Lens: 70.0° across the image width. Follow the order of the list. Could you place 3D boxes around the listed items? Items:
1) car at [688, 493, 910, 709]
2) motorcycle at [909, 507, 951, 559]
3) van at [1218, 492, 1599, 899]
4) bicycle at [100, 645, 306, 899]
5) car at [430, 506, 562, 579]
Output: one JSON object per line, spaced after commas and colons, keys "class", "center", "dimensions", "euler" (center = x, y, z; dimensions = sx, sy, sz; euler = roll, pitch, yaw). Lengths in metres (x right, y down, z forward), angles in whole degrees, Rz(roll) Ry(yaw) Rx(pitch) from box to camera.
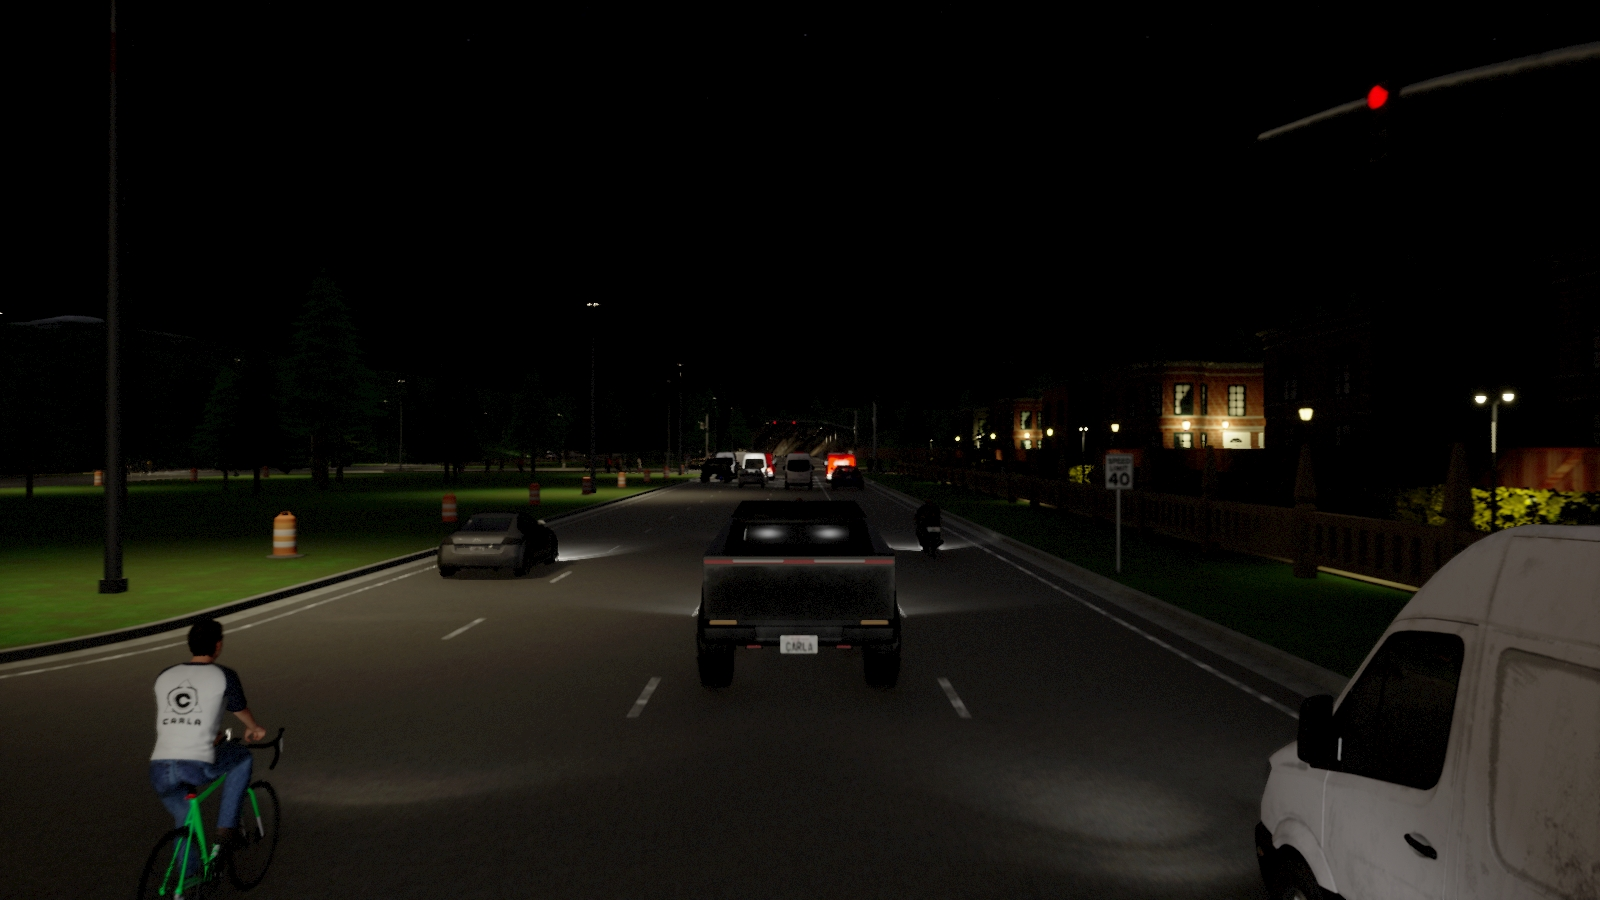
{"class": "car", "center": [-0.015, 1.752, 15.479], "dimensions": [2.390, 2.098, 6.274], "euler": [0, 0, 0]}
{"class": "motorcycle", "center": [3.469, 2.201, 30.728], "dimensions": [0.867, 1.251, 2.209], "euler": [0, 0, 0]}
{"class": "van", "center": [3.493, 1.534, 3.871], "dimensions": [1.988, 2.561, 5.915], "euler": [0, 0, 0]}
{"class": "bicycle", "center": [-3.504, 2.055, 6.849], "dimensions": [0.373, 1.496, 1.643], "euler": [0, 0, 0]}
{"class": "car", "center": [-7.027, 2.116, 26.877], "dimensions": [1.994, 1.385, 4.181], "euler": [0, 0, 0]}
